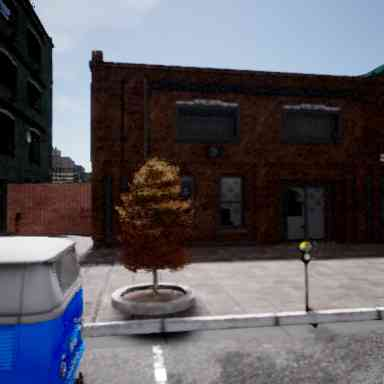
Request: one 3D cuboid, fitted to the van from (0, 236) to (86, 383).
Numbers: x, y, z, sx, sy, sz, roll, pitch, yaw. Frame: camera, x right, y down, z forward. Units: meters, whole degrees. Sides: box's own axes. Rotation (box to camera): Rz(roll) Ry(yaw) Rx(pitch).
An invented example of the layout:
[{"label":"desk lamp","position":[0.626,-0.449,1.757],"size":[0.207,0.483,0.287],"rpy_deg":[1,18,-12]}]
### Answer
[{"label":"van","position":[-3.104,1.369,3.307],"size":[3.998,1.788,1.690],"rpy_deg":[0,-1,-9]}]
